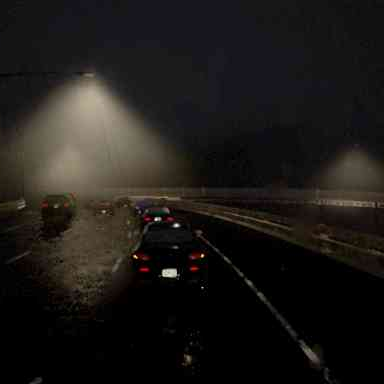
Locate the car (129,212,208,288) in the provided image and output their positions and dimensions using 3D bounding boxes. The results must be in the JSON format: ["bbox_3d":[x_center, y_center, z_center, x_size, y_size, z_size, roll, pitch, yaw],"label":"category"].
[{"bbox_3d":[-0.657,1.512,9.167,1.812,1.442,4.674,0,0,-5],"label":"car"}]

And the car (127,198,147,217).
[{"bbox_3d":[-4.769,1.481,31.271,1.812,1.442,4.674,0,0,-16],"label":"car"}]

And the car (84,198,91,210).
[{"bbox_3d":[-12.672,1.509,42.828,1.994,1.385,4.181,0,0,-23],"label":"car"}]

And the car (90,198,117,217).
[{"bbox_3d":[-8.392,1.463,31.336,1.837,1.490,4.892,0,0,-17],"label":"car"}]

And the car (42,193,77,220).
[{"bbox_3d":[-10.927,1.189,27.595,2.150,2.045,5.566,0,0,-15],"label":"car"}]

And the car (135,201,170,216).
[{"bbox_3d":[-2.249,1.517,20.564,2.033,1.411,5.357,0,0,-11],"label":"car"}]

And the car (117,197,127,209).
[{"bbox_3d":[-9.227,1.446,43.738,1.837,1.490,4.892,0,0,-22],"label":"car"}]

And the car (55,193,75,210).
[{"bbox_3d":[-16.497,1.170,42.907,2.150,2.045,5.566,0,0,-23],"label":"car"}]
